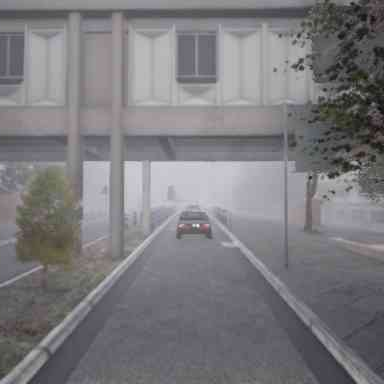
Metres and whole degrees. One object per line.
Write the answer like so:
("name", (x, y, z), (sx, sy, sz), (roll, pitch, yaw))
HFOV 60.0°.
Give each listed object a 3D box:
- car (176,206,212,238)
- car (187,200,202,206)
("car", (0.100, 1.694, 18.530), (2.033, 1.411, 5.357), (0, -1, 0))
("car", (0.113, 2.114, 42.590), (1.837, 1.490, 4.892), (0, -1, 0))
